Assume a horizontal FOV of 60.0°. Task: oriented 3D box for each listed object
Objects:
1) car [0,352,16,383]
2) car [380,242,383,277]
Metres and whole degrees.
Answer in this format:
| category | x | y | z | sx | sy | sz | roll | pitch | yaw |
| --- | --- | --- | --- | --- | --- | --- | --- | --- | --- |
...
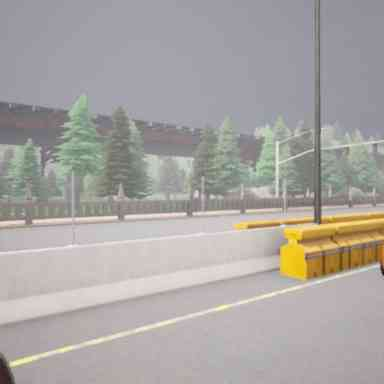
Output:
| category | x | y | z | sx | sy | sz | roll | pitch | yaw |
| --- | --- | --- | --- | --- | --- | --- | --- | --- | --- |
| car | -3.050 | 1.566 | 1.567 | 4.181 | 1.385 | 1.994 | 0 | 0 | -35 |
| car | 6.945 | 1.336 | 8.716 | 4.553 | 1.767 | 2.097 | 0 | 0 | -36 |
